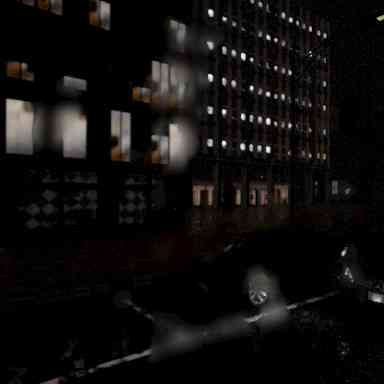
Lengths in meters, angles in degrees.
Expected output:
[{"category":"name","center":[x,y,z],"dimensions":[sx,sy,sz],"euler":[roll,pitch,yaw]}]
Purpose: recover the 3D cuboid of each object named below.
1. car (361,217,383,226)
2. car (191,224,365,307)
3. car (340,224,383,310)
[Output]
[{"category":"car","center":[6.592,1.534,11.250],"dimensions":[4.403,1.369,2.008],"euler":[0,1,-35]},{"category":"car","center":[1.998,1.558,7.974],"dimensions":[4.313,1.339,1.947],"euler":[0,1,-35]},{"category":"car","center":[5.000,1.514,6.931],"dimensions":[4.674,1.442,1.812],"euler":[0,0,-35]}]
